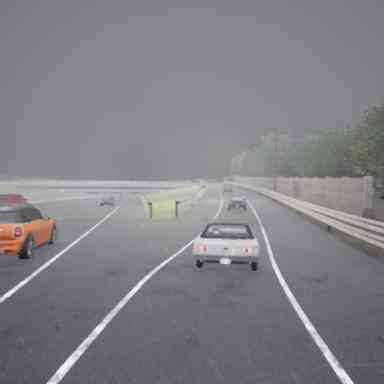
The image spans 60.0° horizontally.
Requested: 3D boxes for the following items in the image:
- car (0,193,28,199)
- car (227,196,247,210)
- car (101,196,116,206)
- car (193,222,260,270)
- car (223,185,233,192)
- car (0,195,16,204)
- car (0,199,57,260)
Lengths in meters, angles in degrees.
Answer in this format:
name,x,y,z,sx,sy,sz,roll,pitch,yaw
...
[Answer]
name,x,y,z,sx,sy,sz,roll,pitch,yaw
car,-16.334,1.133,29.933,2.150,2.045,5.566,0,0,-10
car,4.828,1.112,35.733,1.812,1.442,4.674,0,2,7
car,-12.522,1.344,49.637,2.033,1.411,5.357,0,0,-9
car,1.245,1.686,11.422,1.895,1.301,4.718,1,-1,8
car,7.613,-0.713,71.291,2.128,1.511,4.902,0,3,2
car,-31.168,1.218,55.069,2.033,1.411,5.357,0,0,-9
car,-6.554,1.324,12.341,2.097,1.767,4.553,0,0,-9
